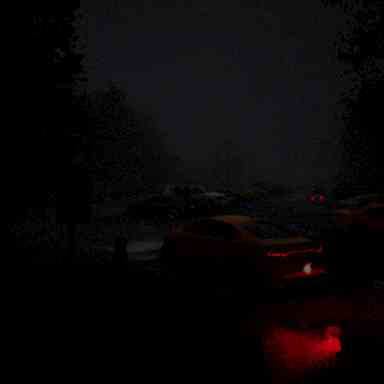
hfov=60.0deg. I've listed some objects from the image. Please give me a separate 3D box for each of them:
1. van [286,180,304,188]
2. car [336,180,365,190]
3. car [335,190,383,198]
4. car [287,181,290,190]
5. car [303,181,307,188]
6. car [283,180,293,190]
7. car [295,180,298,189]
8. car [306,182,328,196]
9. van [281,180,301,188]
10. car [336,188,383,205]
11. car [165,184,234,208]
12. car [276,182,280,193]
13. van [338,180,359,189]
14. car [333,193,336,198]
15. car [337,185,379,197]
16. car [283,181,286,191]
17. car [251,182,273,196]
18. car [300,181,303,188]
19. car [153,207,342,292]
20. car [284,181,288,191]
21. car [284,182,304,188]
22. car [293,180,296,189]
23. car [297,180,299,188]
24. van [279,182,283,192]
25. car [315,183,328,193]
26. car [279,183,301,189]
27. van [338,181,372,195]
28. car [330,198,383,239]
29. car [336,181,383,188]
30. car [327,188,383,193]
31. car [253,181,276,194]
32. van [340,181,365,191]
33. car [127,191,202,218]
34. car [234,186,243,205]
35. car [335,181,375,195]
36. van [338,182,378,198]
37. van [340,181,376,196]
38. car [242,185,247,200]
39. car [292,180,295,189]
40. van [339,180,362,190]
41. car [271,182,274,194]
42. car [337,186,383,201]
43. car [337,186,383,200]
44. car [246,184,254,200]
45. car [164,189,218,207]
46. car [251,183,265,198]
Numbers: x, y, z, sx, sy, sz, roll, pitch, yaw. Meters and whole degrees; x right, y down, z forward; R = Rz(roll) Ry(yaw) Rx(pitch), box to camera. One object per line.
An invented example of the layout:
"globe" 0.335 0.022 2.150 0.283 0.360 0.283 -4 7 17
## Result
"van" 28.110 -2.147 90.725 4.442 1.987 1.878 1 2 24
"car" 34.547 -1.530 72.724 5.566 2.045 2.435 1 2 24
"car" 9.970 1.005 17.022 4.553 1.767 2.185 1 3 24
"car" 14.730 -0.761 60.264 4.792 1.488 2.163 1 2 24
"car" 26.005 -2.044 85.603 5.566 2.045 2.435 1 2 24
"car" 15.709 -0.896 62.864 5.366 1.575 1.946 1 2 24
"car" 19.076 -1.197 70.475 5.366 1.575 1.946 1 2 24
"car" 18.076 -0.276 47.635 2.128 1.511 4.902 1 3 24
"van" 24.750 -1.921 83.125 4.442 1.987 1.878 1 2 24
"car" 16.584 0.419 32.123 4.792 1.488 2.163 1 3 24
"car" 0.198 0.422 27.259 5.566 2.045 2.435 1 3 24
"car" 10.295 -0.358 50.091 4.792 1.488 2.163 1 2 24
"van" 37.829 -1.807 80.364 4.442 1.987 1.878 1 2 24
"car" 10.985 1.040 19.471 4.792 1.488 2.163 1 3 24
"car" 22.209 -0.172 44.757 5.008 1.535 2.097 1 2 24
"car" 12.486 -0.560 55.190 4.792 1.488 2.163 1 2 24
"car" 7.074 -0.066 42.423 5.366 1.575 1.946 1 3 24
"car" 22.607 -1.493 78.015 5.008 1.535 2.097 1 2 24
"car" 0.977 1.345 8.659 1.882 1.535 5.008 2 -1 -32
"car" 13.608 -0.660 57.727 4.792 1.488 2.163 1 2 24
"car" 27.117 -1.834 88.128 4.792 1.488 2.163 1 2 24
"car" 18.118 -1.090 67.866 4.892 1.521 2.231 1 2 24
"car" 20.339 -1.418 72.945 4.553 1.767 2.185 1 2 24
"van" 11.497 -0.712 52.583 4.442 1.987 1.878 1 2 24
"car" 22.239 -0.662 57.046 1.882 1.535 5.008 1 2 24
"car" 23.737 -1.553 80.550 4.674 1.452 2.002 1 2 24
"van" 24.337 -0.600 49.860 4.442 1.987 1.878 1 3 24
"car" 8.817 1.253 14.511 5.008 1.535 2.097 1 3 24
"car" 15.515 0.263 29.557 5.566 2.045 2.435 1 3 24
"car" 13.081 0.756 24.594 5.366 1.575 1.946 1 3 24
"car" 9.175 -0.410 47.550 4.553 1.767 2.185 1 3 24
"van" 31.320 -1.202 65.072 4.442 1.987 1.878 1 2 24
"car" -2.098 0.951 22.224 4.792 1.488 2.163 1 3 24
"car" 1.465 0.548 29.744 5.366 1.575 1.946 1 3 24
"car" 25.538 -0.724 52.355 5.566 2.045 2.435 1 2 24
"van" 20.980 -0.296 42.247 4.442 1.987 1.878 1 3 23
"van" 23.431 -0.496 47.234 4.442 1.987 1.878 1 3 24
"car" 2.423 0.425 32.353 4.892 1.521 2.231 1 3 24
"car" 17.007 -0.989 65.323 4.892 1.521 2.231 1 2 24
"van" 35.799 -1.603 75.199 4.442 1.987 1.878 1 2 24
"car" 8.018 -0.178 45.030 4.892 1.521 2.231 1 3 24
"car" 18.926 0.174 37.276 4.792 1.488 2.163 1 3 24
"car" 19.993 0.067 39.687 4.792 1.488 2.163 1 3 24
"car" 3.369 0.293 34.966 5.366 1.575 1.946 1 3 24
"car" -0.945 0.797 24.745 5.008 1.535 2.097 1 3 24
"car" 5.663 0.041 40.149 5.366 1.575 1.946 1 3 24
